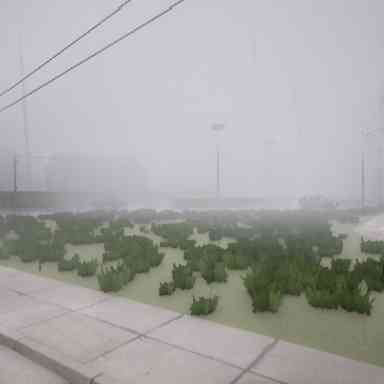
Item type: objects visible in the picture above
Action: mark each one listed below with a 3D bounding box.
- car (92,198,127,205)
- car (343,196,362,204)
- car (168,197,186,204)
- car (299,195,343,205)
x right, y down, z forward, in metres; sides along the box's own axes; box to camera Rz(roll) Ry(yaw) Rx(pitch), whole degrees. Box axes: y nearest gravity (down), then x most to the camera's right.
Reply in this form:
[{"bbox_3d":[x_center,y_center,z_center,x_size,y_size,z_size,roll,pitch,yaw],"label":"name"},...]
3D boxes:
[{"bbox_3d":[-10.559,1.514,42.878,1.837,1.490,4.892,0,0,35],"label":"car"},{"bbox_3d":[28.372,1.518,59.471,3.905,1.438,1.784,0,0,35],"label":"car"},{"bbox_3d":[-1.876,1.493,55.109,2.128,1.511,4.902,0,0,35],"label":"car"},{"bbox_3d":[15.627,1.307,40.952,4.605,1.855,1.932,0,0,35],"label":"car"}]
